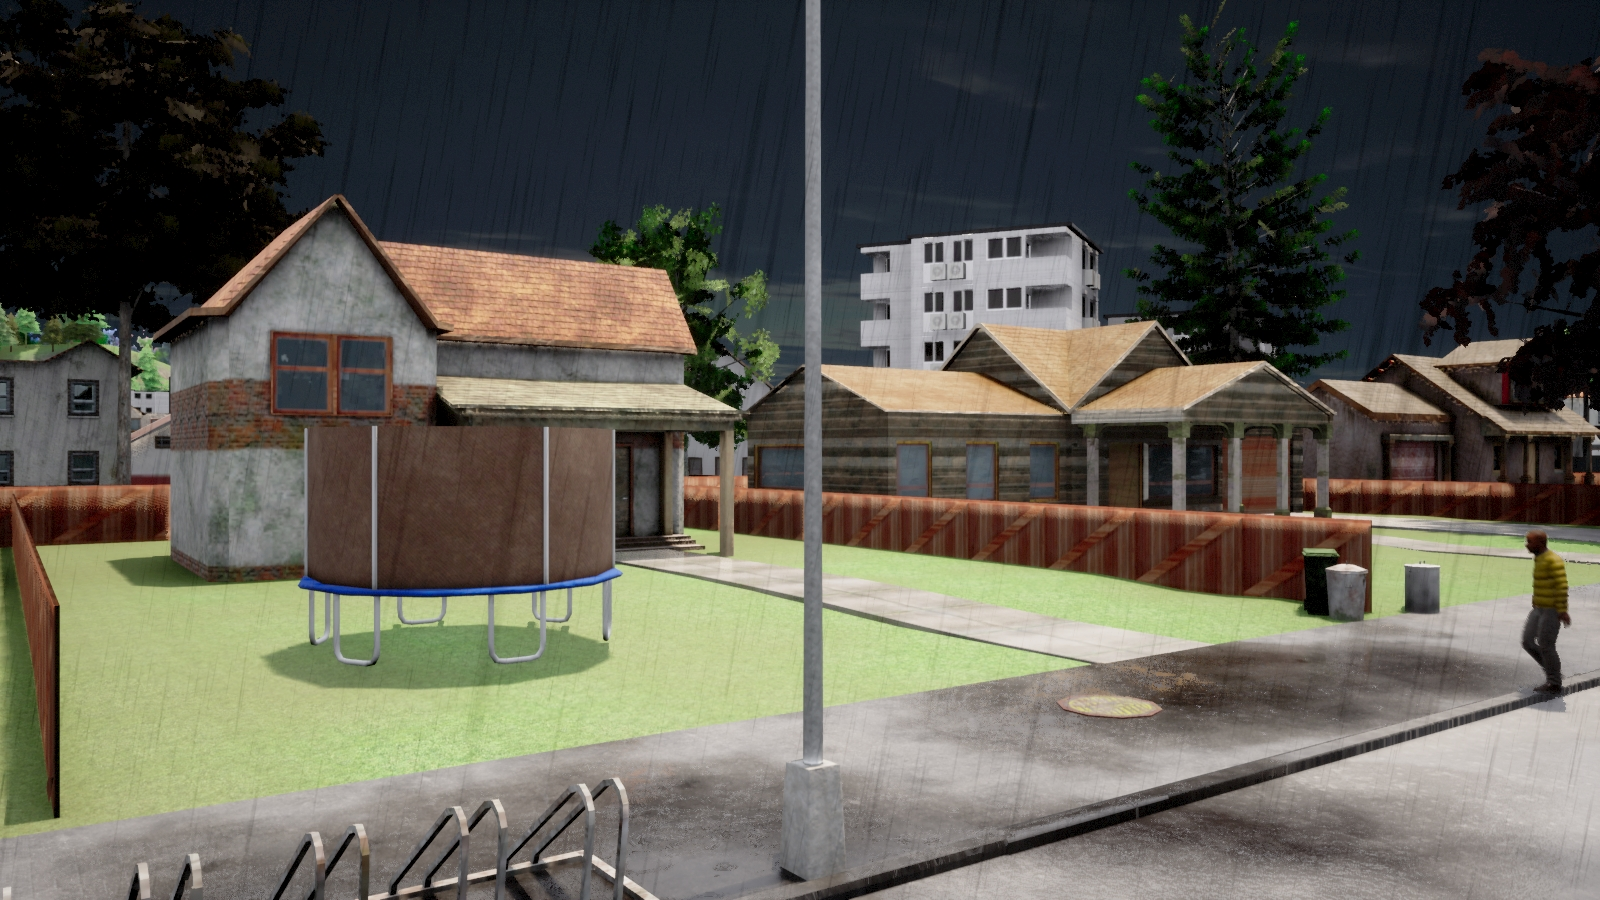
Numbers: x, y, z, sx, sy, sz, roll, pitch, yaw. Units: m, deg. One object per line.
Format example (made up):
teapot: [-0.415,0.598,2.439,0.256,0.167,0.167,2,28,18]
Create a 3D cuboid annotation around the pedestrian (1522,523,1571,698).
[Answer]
pedestrian: [8.232,1.756,12.610,0.375,1.860,0.375,0,0,19]
